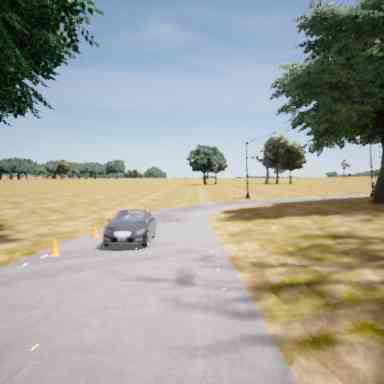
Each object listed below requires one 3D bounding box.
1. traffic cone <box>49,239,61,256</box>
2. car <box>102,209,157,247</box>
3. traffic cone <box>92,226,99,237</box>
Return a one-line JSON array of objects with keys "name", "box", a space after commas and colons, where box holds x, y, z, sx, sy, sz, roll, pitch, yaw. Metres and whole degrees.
[{"name": "traffic cone", "box": [-4.941, 1.994, 11.975, 0.340, 0.580, 0.340, 0, 0, 0]}, {"name": "car", "box": [-2.701, 1.542, 15.249, 2.128, 1.511, 4.902, 0, 0, 0]}, {"name": "traffic cone", "box": [-4.936, 2.009, 16.974, 0.340, 0.580, 0.340, 0, 0, 0]}]
